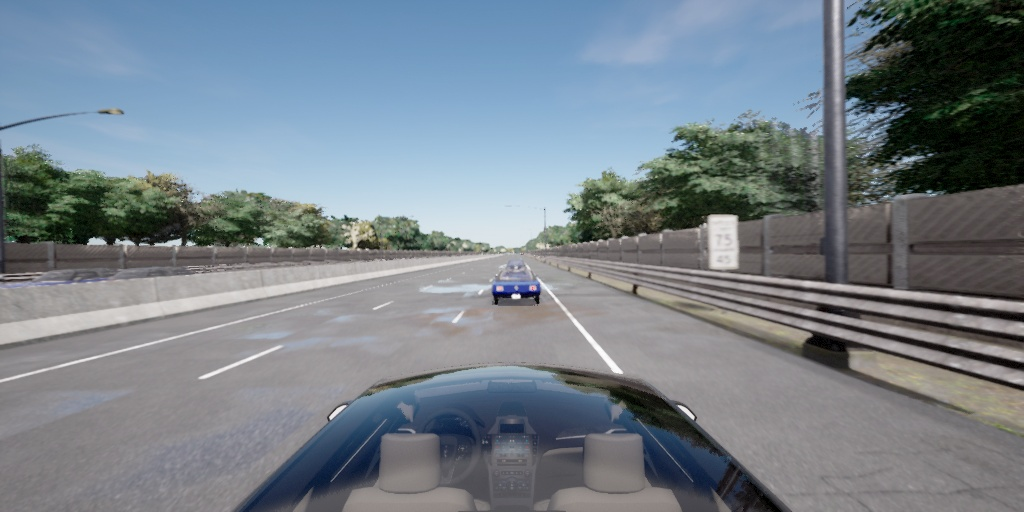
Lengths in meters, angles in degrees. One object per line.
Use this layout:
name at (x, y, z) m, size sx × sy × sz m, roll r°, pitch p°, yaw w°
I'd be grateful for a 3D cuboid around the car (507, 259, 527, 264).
car at (0.375, 0.982, 32.446) m, size 2.033 × 1.411 × 5.357 m, roll -1°, pitch 1°, yaw 1°

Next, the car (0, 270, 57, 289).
car at (-20.981, 1.395, 17.009) m, size 2.097 × 1.767 × 4.553 m, roll -1°, pitch 1°, yaw 1°

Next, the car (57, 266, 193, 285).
car at (-17.483, 1.320, 16.978) m, size 2.097 × 1.767 × 4.553 m, roll -1°, pitch 1°, yaw 1°

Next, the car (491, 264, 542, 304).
car at (0.191, 1.202, 15.490) m, size 1.895 × 1.301 × 4.718 m, roll -1°, pitch 1°, yaw 1°

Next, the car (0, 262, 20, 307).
car at (-24.519, 1.368, 14.257) m, size 2.150 × 2.045 × 5.566 m, roll -1°, pitch 1°, yaw 1°
